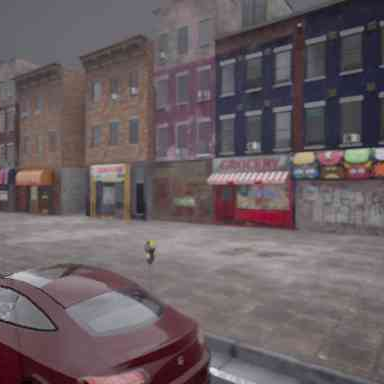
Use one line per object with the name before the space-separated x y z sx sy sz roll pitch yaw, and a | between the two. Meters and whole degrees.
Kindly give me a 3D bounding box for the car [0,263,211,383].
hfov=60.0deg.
car | -1.755 1.559 4.058 4.206 1.307 1.802 0 0 35
